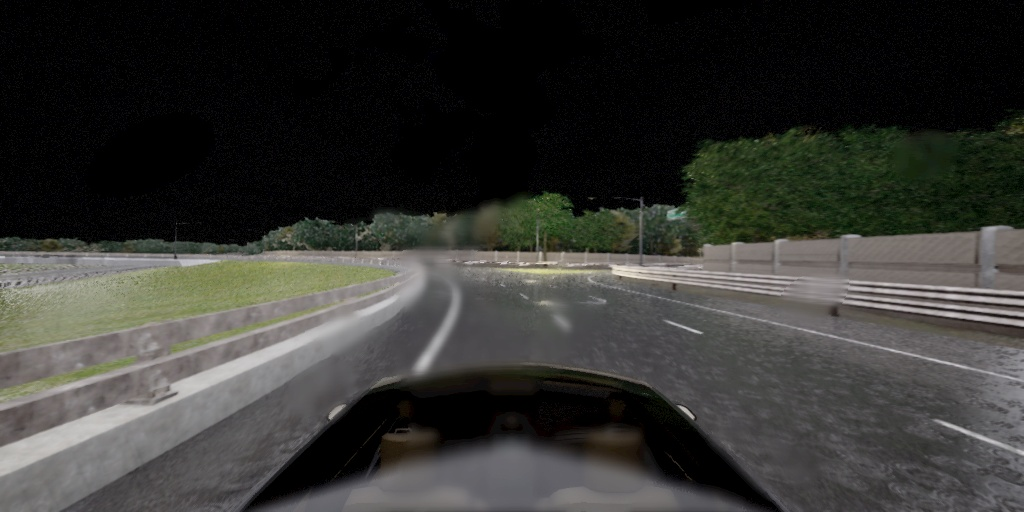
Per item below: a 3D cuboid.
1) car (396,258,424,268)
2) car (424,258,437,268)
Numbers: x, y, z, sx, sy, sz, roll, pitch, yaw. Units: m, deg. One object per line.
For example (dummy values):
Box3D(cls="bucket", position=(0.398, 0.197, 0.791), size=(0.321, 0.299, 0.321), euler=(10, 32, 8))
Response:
Box3D(cls="car", position=(-17.048, 1.288, 59.602), size=(2.033, 1.411, 5.357), euler=(1, 0, -34))
Box3D(cls="car", position=(-14.787, 1.147, 62.484), size=(2.097, 1.767, 4.553), euler=(1, 0, -37))
